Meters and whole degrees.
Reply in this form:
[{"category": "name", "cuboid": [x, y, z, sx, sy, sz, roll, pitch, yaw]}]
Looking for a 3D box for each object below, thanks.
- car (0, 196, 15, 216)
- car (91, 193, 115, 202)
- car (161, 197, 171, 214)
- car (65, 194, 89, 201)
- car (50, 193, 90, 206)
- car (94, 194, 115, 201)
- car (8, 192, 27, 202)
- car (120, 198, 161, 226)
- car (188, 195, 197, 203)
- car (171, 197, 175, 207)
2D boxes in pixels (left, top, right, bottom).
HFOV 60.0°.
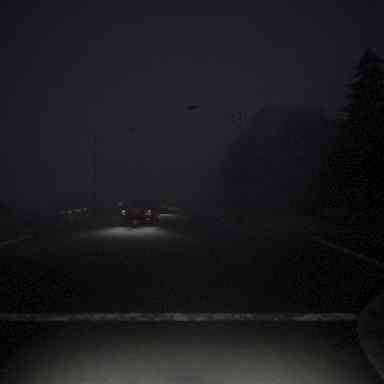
[{"category": "car", "cuboid": [-17.371, 1.351, 27.908, 3.633, 1.501, 1.845, 0, 0, 0]}, {"category": "car", "cuboid": [-17.632, 1.085, 62.191, 5.027, 1.636, 2.152, 0, 0, 0]}, {"category": "car", "cuboid": [-3.571, 1.478, 35.336, 1.812, 1.442, 4.674, 0, 0, 0]}, {"category": "car", "cuboid": [-25.000, 1.216, 72.275, 4.514, 1.523, 2.007, 0, 0, 0]}, {"category": "car", "cuboid": [-17.226, 1.050, 46.491, 4.605, 1.855, 1.932, 0, 0, 0]}, {"category": "car", "cuboid": [-17.953, 1.155, 68.609, 3.806, 1.475, 1.970, 0, 0, 0]}, {"category": "car", "cuboid": [-35.014, 1.025, 65.337, 4.605, 1.855, 1.932, 0, 0, 0]}, {"category": "car", "cuboid": [-3.585, 1.320, 23.184, 2.097, 1.767, 4.553, 0, 0, 0]}, {"category": "car", "cuboid": [0.142, 1.399, 68.850, 2.128, 1.511, 4.902, 0, 0, 0]}, {"category": "car", "cuboid": [-3.550, 1.412, 48.960, 1.882, 1.535, 5.008, 0, 0, 0]}]
